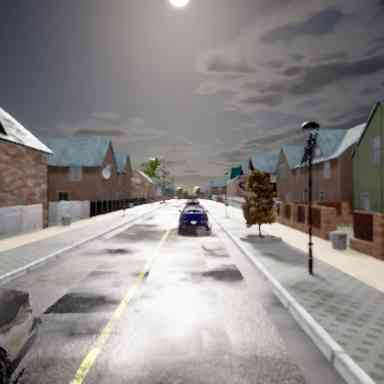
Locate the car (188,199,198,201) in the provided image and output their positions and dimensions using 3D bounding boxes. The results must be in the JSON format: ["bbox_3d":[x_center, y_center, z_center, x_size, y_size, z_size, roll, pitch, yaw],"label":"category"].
[{"bbox_3d":[0.104,1.628,41.759,1.812,1.442,4.674,0,0,0],"label":"car"}]

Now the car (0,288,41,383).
[{"bbox_3d":[-2.846,1.549,1.907,2.033,1.411,5.357,0,0,0],"label":"car"}]

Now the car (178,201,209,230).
[{"bbox_3d":[0.100,1.559,21.175,1.812,1.442,4.674,0,0,0],"label":"car"}]
